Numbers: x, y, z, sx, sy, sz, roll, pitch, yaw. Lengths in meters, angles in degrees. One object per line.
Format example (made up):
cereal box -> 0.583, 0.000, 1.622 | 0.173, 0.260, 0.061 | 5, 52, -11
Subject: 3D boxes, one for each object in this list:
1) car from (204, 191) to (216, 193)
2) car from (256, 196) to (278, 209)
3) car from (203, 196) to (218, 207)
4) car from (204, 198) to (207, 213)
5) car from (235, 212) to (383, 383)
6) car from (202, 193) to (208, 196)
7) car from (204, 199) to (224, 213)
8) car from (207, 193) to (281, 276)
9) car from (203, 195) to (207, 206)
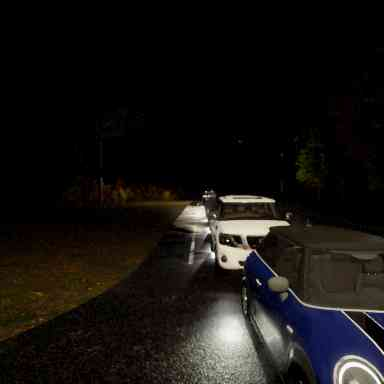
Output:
car -> 2.833, 0.938, 54.427 | 2.150, 2.045, 5.566 | 0, 0, 2
car -> 9.468, 1.292, 42.416 | 1.837, 1.490, 4.892 | 0, 0, 1
car -> 2.646, 1.314, 47.994 | 1.994, 1.385, 4.181 | 0, 0, 2
car -> 2.012, 1.380, 23.076 | 1.837, 1.490, 4.892 | 0, 0, 1
car -> 1.940, 1.338, 4.143 | 2.097, 1.767, 4.553 | 0, 0, 0
car -> 2.460, 1.275, 41.585 | 2.128, 1.511, 4.902 | 0, 0, 2
car -> 2.303, 1.415, 35.419 | 1.895, 1.301, 4.718 | 0, 0, 1
car -> 1.727, 1.160, 10.489 | 2.150, 2.045, 5.566 | 0, 0, 1
car -> 2.158, 1.322, 29.330 | 1.882, 1.535, 5.008 | 0, 0, 1
